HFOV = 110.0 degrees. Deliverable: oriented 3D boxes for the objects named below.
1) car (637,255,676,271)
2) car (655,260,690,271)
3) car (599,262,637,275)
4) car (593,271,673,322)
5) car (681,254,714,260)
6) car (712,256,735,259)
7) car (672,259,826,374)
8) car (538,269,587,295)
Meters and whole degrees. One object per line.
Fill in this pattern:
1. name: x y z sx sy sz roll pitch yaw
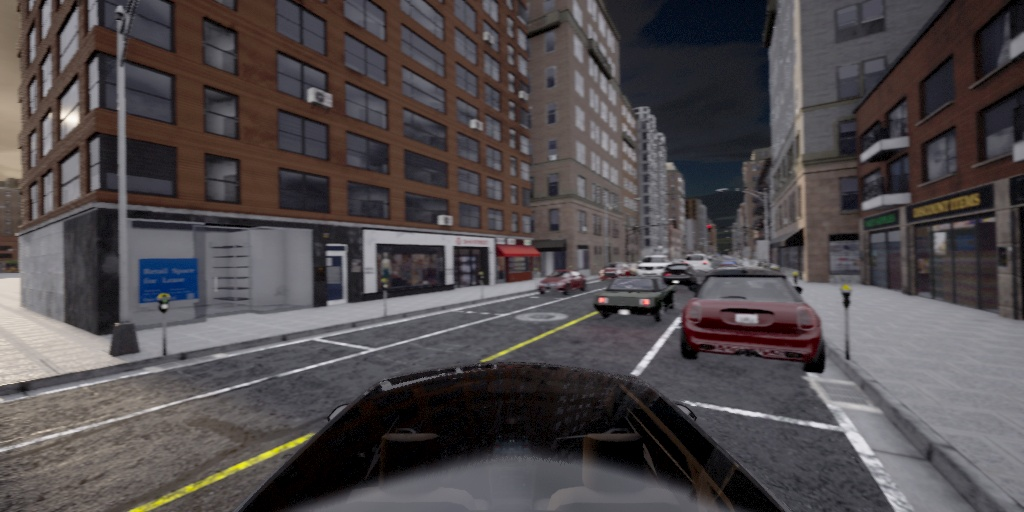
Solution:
1. car: 12.496 0.958 31.330 2.150 2.045 5.566 -2 0 31
2. car: 10.484 1.208 22.346 1.837 1.490 4.892 -2 0 31
3. car: 8.738 1.248 30.014 1.967 1.591 4.097 0 0 31
4. car: 4.433 1.347 12.391 1.895 1.301 4.718 -2 -1 31
5. car: 18.508 0.862 35.770 2.150 2.045 5.566 -2 -1 32
6. car: 18.463 1.040 30.569 1.967 1.591 4.097 0 0 31
7. car: 4.991 1.046 7.765 2.097 1.767 4.553 -2 -1 31
8. car: 3.005 1.433 20.581 1.802 1.307 4.207 0 0 31
